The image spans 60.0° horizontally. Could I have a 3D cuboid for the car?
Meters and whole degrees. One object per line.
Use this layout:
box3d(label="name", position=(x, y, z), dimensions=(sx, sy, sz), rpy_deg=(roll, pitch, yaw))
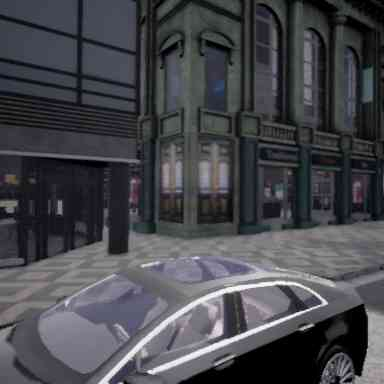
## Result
box3d(label="car", position=(-0.230, 1.490, 3.188), dimensions=(4.902, 1.511, 2.128), rpy_deg=(0, 0, -35))
